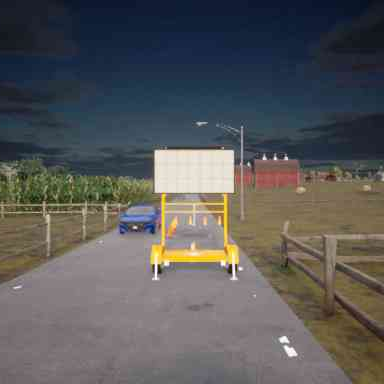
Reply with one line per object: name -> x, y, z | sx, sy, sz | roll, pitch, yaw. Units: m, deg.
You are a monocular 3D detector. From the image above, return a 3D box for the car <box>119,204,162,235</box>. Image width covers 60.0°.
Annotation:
car -> -2.793, 1.466, 18.841 | 1.882, 1.535, 5.008 | 0, 0, 0

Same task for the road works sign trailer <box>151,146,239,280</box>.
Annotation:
road works sign trailer -> 0.068, 0.458, 9.893 | 2.380, 3.560, 2.880 | 0, 0, 0

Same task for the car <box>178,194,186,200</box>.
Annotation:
car -> -2.508, 1.198, 82.736 | 2.128, 1.511, 4.902 | 0, 1, 0
